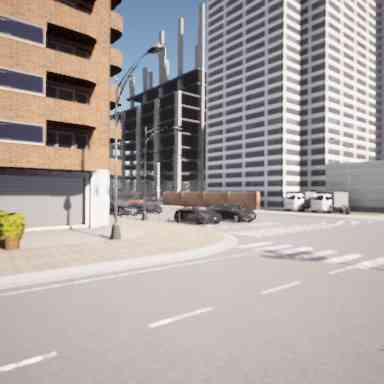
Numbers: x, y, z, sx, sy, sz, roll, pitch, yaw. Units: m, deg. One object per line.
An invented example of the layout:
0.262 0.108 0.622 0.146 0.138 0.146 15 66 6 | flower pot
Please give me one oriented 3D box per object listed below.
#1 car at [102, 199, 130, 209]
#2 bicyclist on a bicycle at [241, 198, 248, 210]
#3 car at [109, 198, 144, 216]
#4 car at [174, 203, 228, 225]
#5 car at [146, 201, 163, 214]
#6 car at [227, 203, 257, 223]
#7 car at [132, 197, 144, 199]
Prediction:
-11.986 1.798 52.080 2.033 1.411 5.357 1 0 -39 | car
6.688 1.599 42.582 1.656 1.620 0.582 0 0 -39 | bicyclist on a bicycle
-7.169 1.717 35.085 1.812 1.442 4.674 1 0 -40 | car
0.428 1.748 25.822 1.994 1.385 4.181 1 0 -39 | car
-5.065 1.780 38.018 1.994 1.385 4.181 1 0 -39 | car
3.223 1.712 27.933 1.837 1.490 4.892 1 0 -39 | car
-9.264 1.627 54.282 2.097 1.767 4.553 1 0 -39 | car
